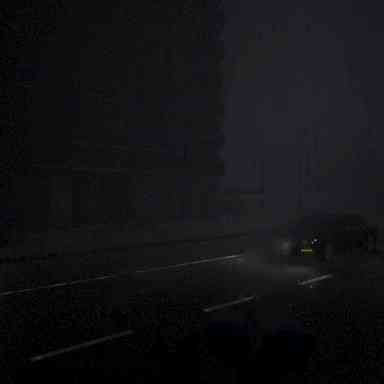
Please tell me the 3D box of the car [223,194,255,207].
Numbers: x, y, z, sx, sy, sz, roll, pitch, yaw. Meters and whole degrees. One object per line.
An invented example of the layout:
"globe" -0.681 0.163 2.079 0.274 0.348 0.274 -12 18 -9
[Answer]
"car" 6.590 1.164 48.331 2.150 2.045 5.566 0 0 -39

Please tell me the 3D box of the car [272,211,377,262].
"car" 4.977 1.505 12.185 4.892 1.490 1.837 0 0 -37

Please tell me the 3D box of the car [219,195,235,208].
"car" 3.155 1.491 47.164 2.033 1.411 5.357 0 0 -39
